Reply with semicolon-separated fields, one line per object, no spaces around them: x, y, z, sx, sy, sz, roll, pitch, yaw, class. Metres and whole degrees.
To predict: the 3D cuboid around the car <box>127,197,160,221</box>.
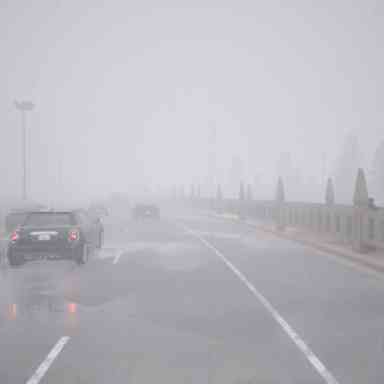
-3.819;1.364;26.516;1.882;1.535;5.008;0;0;-15;car

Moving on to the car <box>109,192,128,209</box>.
-9.508;1.063;42.374;2.150;2.045;5.566;0;0;-25;car

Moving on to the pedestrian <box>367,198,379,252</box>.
6.034;1.080;11.231;0.375;1.860;0.375;-1;1;-7;pedestrian

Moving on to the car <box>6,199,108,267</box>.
-4.390;1.300;11.458;2.097;1.767;4.553;0;0;-6;car

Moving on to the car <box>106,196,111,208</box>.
-8.778;1.411;30.676;1.812;1.442;4.674;0;0;-18;car
